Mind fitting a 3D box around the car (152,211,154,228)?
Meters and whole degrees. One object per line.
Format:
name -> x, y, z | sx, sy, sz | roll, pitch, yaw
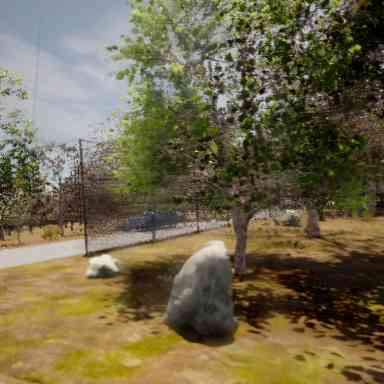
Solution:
car -> -2.808, 1.880, 22.976 | 1.812, 1.442, 4.674 | -5, -2, 33
